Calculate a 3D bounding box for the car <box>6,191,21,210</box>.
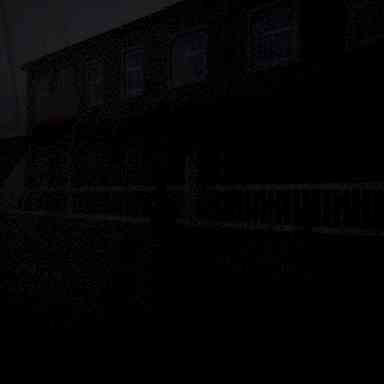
[{"bbox_3d":[-15.235,0.772,28.083,2.097,1.767,4.553,0,15,34],"label":"car"}]
